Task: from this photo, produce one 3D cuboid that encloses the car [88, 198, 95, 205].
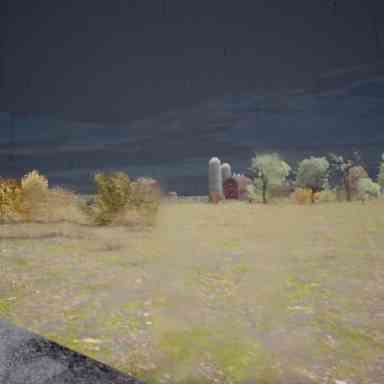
[{"bbox_3d":[-19.580,2.087,68.020,1.837,1.490,4.892,-2,-2,36],"label":"car"}]
